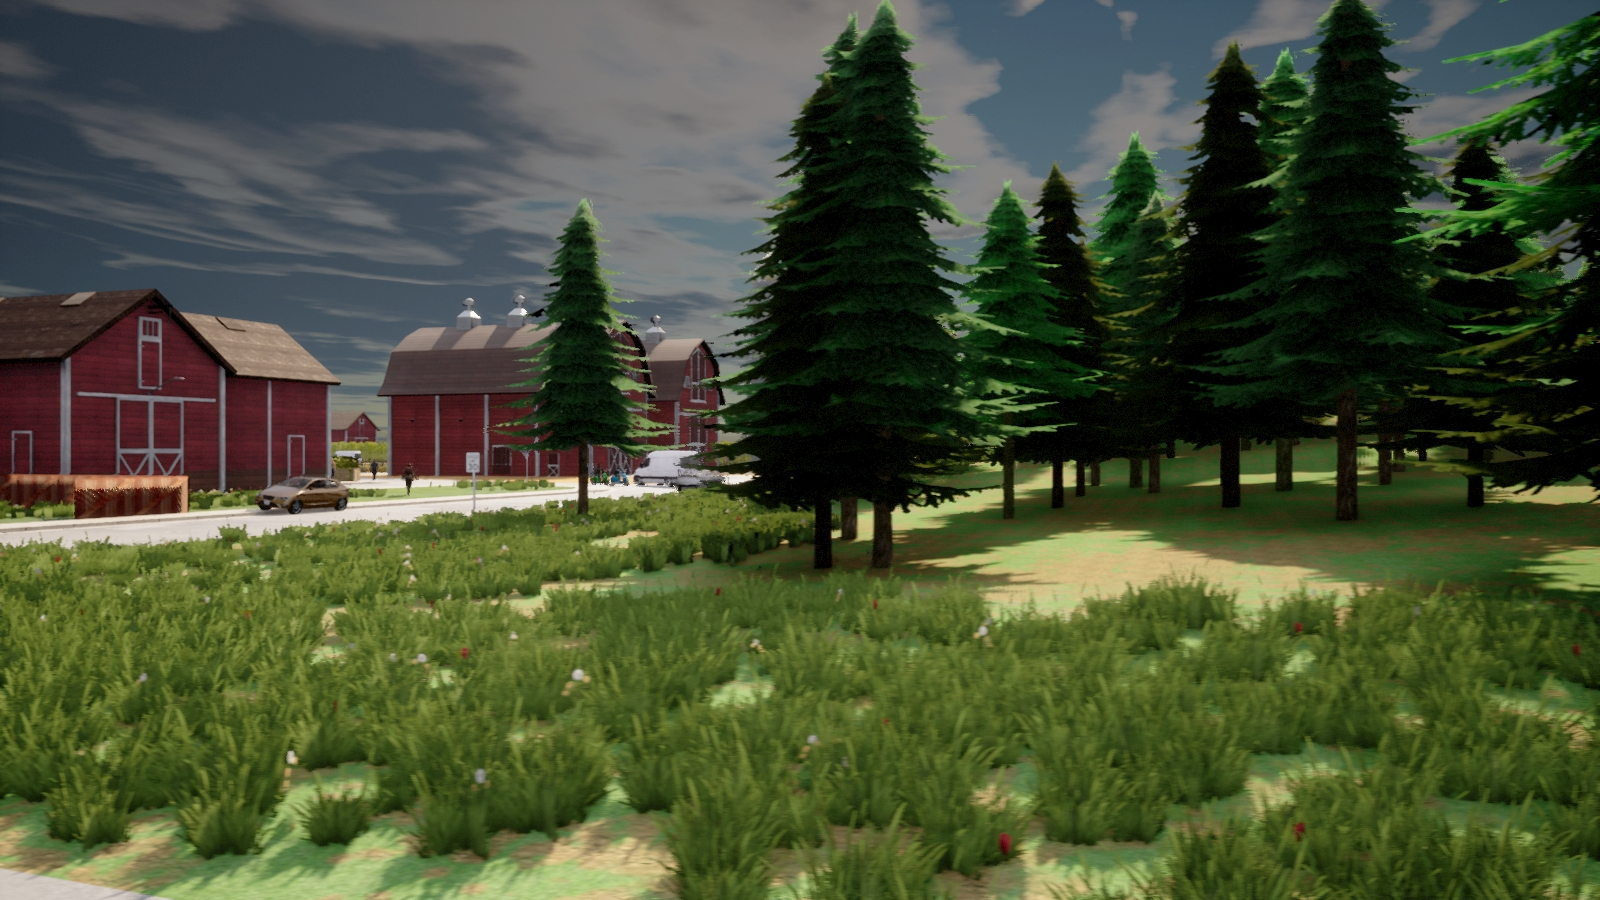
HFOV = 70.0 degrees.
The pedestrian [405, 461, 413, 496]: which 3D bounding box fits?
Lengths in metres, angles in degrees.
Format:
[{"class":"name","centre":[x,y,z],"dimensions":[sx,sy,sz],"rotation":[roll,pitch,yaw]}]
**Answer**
[{"class":"pedestrian","centre":[-21.065,1.535,61.508],"dimensions":[0.375,1.860,0.375],"rotation":[0,0,-21]}]

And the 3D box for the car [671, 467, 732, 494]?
[{"class":"car","centre":[-6.100,1.895,71.312],"dimensions":[2.128,1.511,4.902],"rotation":[0,0,17]}]
